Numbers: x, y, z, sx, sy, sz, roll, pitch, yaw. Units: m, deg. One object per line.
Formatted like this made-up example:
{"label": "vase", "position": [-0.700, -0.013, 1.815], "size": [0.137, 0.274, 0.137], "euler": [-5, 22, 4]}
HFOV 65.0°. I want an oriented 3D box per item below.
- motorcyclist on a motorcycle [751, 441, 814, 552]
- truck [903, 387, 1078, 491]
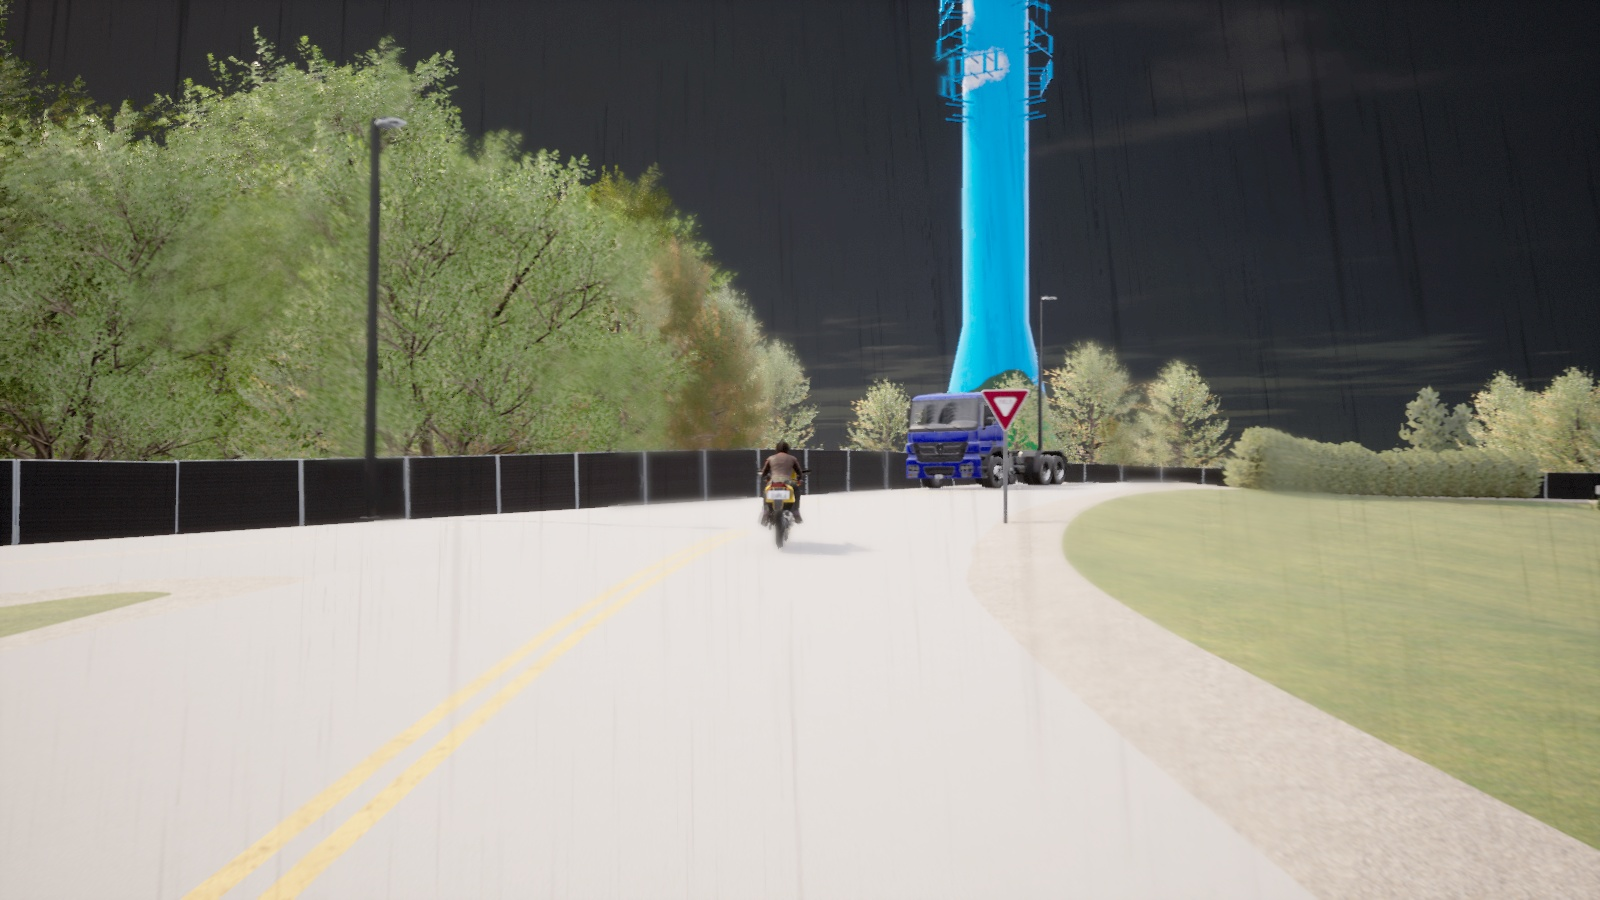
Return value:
{"label": "motorcyclist on a motorcycle", "position": [-0.227, 0.635, 18.268], "size": [0.797, 1.523, 2.044], "euler": [0, 0, 3]}
{"label": "truck", "position": [7.114, -0.353, 45.895], "size": [2.891, 3.462, 7.936], "euler": [-1, -1, 36]}
